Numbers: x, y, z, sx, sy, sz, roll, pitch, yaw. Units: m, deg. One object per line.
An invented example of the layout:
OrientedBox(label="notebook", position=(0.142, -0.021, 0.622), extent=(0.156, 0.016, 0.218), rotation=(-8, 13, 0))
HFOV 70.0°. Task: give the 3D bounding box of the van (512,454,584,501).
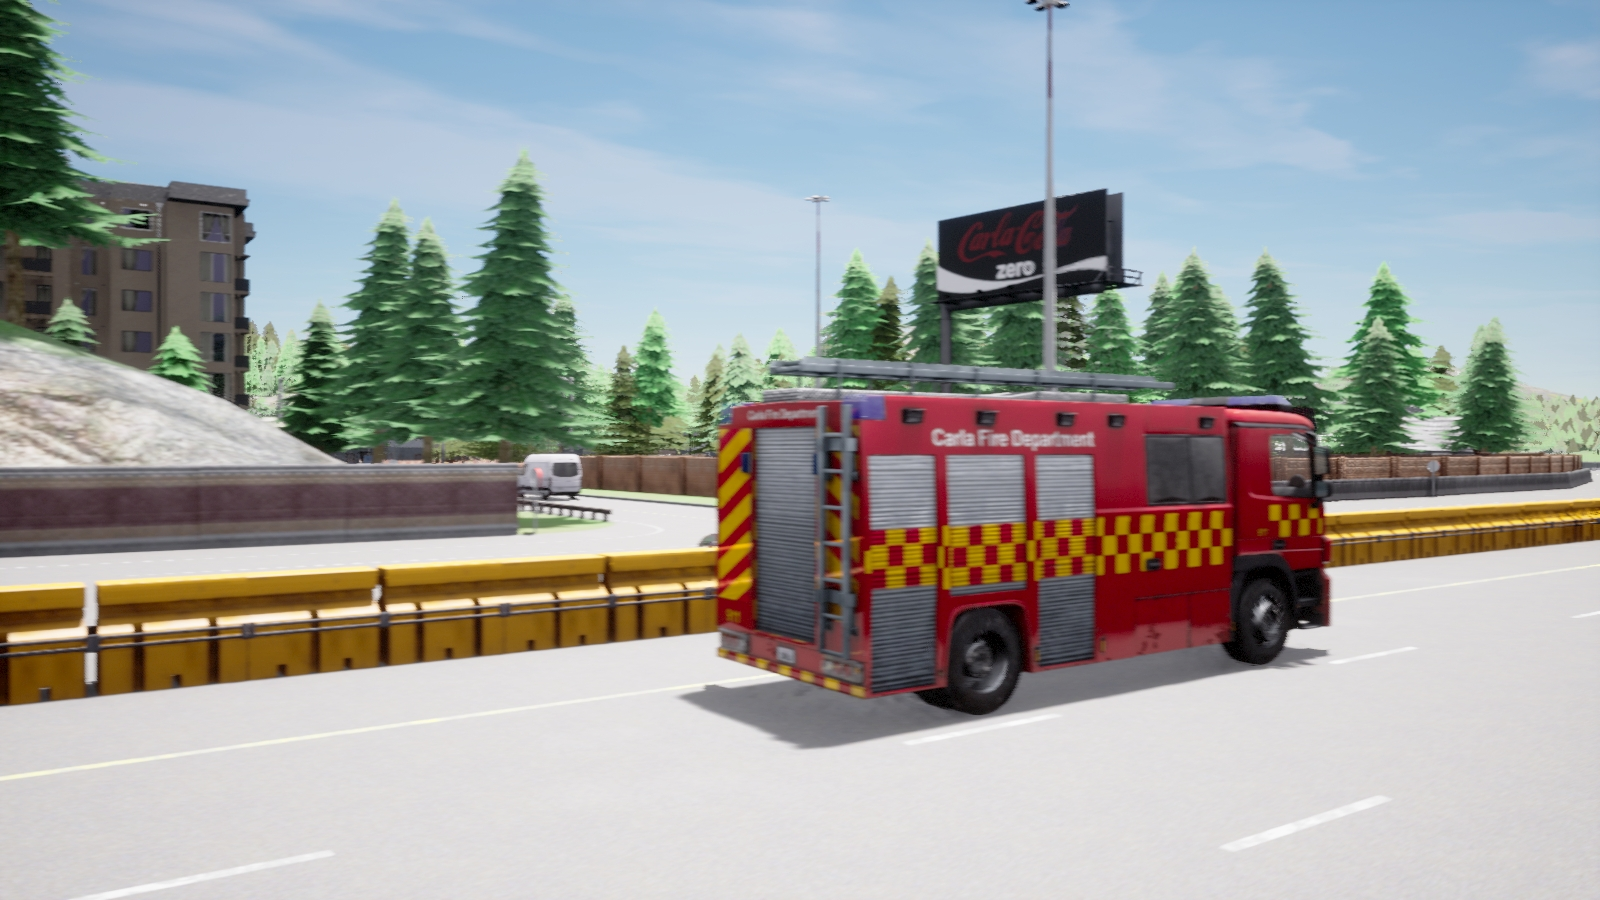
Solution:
OrientedBox(label="van", position=(-14.535, 1.521, 65.568), extent=(1.988, 2.561, 5.915), rotation=(0, 0, -34))

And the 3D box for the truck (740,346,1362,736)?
OrientedBox(label="truck", position=(3.588, 0.896, 14.822), extent=(8.468, 3.827, 2.891), rotation=(0, 0, -35))
